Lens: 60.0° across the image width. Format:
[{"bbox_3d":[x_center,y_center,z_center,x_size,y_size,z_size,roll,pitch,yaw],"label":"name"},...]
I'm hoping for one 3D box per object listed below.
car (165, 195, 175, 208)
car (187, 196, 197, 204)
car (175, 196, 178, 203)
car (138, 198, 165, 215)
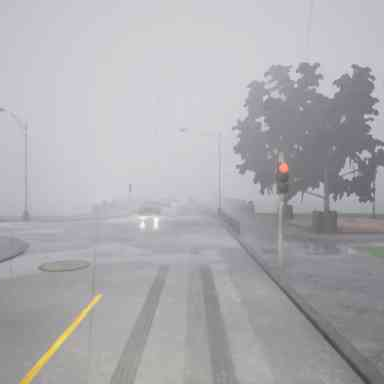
[{"bbox_3d":[-4.041,1.510,48.158,2.033,1.411,5.357,0,0,0],"label":"car"},{"bbox_3d":[0.066,1.500,61.863,2.033,1.411,5.357,0,0,0],"label":"car"},{"bbox_3d":[-3.934,1.440,68.262,2.128,1.511,4.902,0,0,0],"label":"car"},{"bbox_3d":[-4.065,1.538,32.814,1.994,1.385,4.181,0,0,0],"label":"car"}]
